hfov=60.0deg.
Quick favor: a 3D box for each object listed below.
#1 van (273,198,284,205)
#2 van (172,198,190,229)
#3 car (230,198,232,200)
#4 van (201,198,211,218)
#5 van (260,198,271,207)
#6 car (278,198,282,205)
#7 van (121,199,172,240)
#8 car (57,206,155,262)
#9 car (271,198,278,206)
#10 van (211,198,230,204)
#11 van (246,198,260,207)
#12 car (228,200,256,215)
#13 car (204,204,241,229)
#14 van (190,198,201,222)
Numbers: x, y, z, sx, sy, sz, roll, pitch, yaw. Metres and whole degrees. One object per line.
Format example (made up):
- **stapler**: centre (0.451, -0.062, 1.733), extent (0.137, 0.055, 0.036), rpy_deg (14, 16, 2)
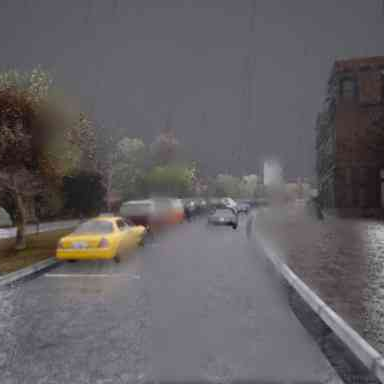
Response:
- **van**: centre (23.608, 2.652, 91.013), extent (1.878, 1.987, 4.442), rpy_deg (-1, -2, 28)
- **van**: centre (-1.706, 1.489, 23.601), extent (1.878, 1.987, 4.442), rpy_deg (-2, 0, 10)
- **car**: centre (5.230, 1.927, 50.543), extent (2.435, 2.045, 5.566), rpy_deg (-2, 0, 17)
- **van**: centre (0.464, 1.656, 34.557), extent (1.878, 1.987, 4.442), rpy_deg (-2, 0, 11)
- **van**: centre (15.827, 2.377, 75.108), extent (1.878, 1.987, 4.442), rpy_deg (-2, 0, 24)
- **car**: centre (21.109, 2.775, 85.904), extent (2.231, 1.521, 4.892), rpy_deg (-2, 0, 24)
- **van**: centre (-2.513, 1.418, 18.065), extent (1.878, 1.987, 4.442), rpy_deg (-2, 0, 5)
- **car**: centre (-3.082, 1.577, 12.575), extent (1.946, 1.575, 5.366), rpy_deg (-2, 0, 6)
- **car**: centre (18.688, 2.726, 80.953), extent (2.163, 1.488, 4.792), rpy_deg (-2, 0, 24)
- **van**: centre (3.467, 1.851, 45.330), extent (1.878, 1.987, 4.442), rpy_deg (-2, 0, 16)
- **van**: centre (11.594, 2.228, 66.102), extent (1.878, 1.987, 4.442), rpy_deg (-2, 0, 24)
- **car**: centre (6.212, 2.037, 41.023), extent (2.033, 1.411, 5.357), rpy_deg (-1, -1, 16)
- **car**: centre (2.278, 1.786, 23.765), extent (1.994, 1.385, 4.181), rpy_deg (0, -1, 9)
- **van**: centre (-0.709, 1.568, 29.102), extent (1.878, 1.987, 4.442), rpy_deg (-2, 0, 10)
